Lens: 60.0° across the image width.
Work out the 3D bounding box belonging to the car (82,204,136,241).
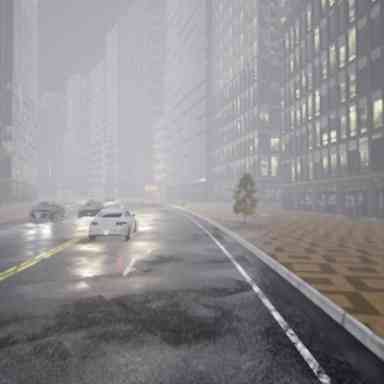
[{"bbox_3d":[-3.857,1.518,16.601,1.812,1.442,4.674,0,0,-4],"label":"car"}]

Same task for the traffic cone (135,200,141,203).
[{"bbox_3d":[-10.147,1.924,63.346,0.340,0.580,0.340,0,0,-15],"label":"traffic cone"}]

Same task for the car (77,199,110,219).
[{"bbox_3d":[-8.547,1.545,28.746,1.994,1.385,4.181,0,0,-7],"label":"car"}]

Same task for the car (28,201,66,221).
[{"bbox_3d":[-11.570,1.474,26.794,2.128,1.511,4.902,0,0,-7],"label":"car"}]

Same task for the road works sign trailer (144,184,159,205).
[{"bbox_3d":[-6.990,0.440,56.948,2.380,3.560,2.880,0,0,-15],"label":"road works sign trailer"}]

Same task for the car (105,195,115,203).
[{"bbox_3d":[-16.963,1.467,68.324,2.128,1.511,4.902,0,0,-17],"label":"car"}]

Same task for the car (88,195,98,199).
[{"bbox_3d":[-20.049,1.410,67.303,1.882,1.535,5.008,0,0,-17],"label":"car"}]
